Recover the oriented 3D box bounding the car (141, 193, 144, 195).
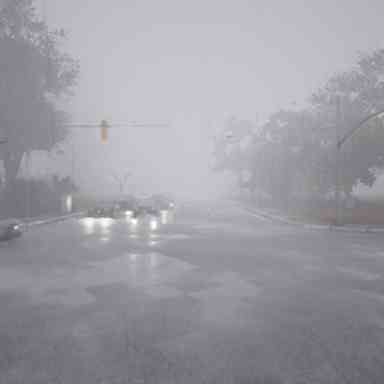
[{"bbox_3d":[-7.274,0.864,50.858,1.882,1.535,5.008,0,1,-1],"label":"car"}]

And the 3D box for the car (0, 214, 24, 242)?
[{"bbox_3d":[-9.105,1.418,13.343,4.181,1.385,1.994,0,1,-3],"label":"car"}]

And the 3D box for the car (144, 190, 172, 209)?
[{"bbox_3d":[-3.617,0.945,36.504,2.097,1.767,4.553,0,1,0],"label":"car"}]

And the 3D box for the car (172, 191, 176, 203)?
[{"bbox_3d":[-3.761,0.924,50.175,1.812,1.442,4.674,0,1,-1],"label":"car"}]

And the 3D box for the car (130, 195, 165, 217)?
[{"bbox_3d":[-3.599,1.225,27.526,1.812,1.442,4.674,0,1,0],"label":"car"}]

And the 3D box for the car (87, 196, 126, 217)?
[{"bbox_3d":[-7.101,1.266,27.344,1.994,1.385,4.181,0,1,0],"label":"car"}]

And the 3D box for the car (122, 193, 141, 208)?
[{"bbox_3d":[-7.114,1.077,36.086,1.882,1.535,5.008,0,1,0],"label":"car"}]
